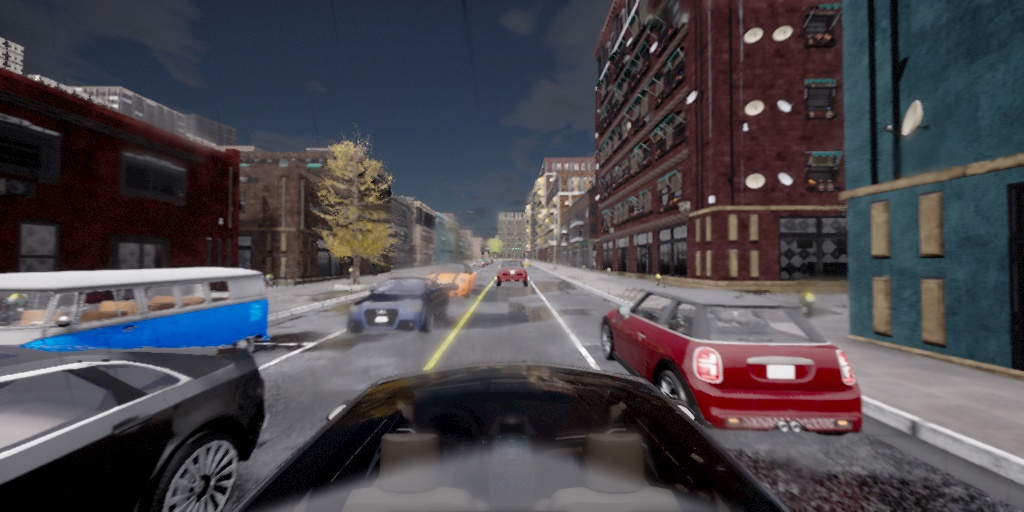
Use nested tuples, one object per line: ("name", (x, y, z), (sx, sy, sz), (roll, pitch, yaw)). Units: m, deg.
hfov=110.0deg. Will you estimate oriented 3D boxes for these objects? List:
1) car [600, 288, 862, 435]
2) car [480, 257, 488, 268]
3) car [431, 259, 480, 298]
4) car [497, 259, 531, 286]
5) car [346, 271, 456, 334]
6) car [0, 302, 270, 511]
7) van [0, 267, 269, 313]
("car", (2.693, 1.191, 5.548), (1.967, 1.591, 4.097), (0, 0, 0))
("car", (-5.674, 1.211, 62.356), (1.967, 1.591, 4.097), (0, 0, 0))
("car", (-2.995, 1.107, 18.209), (2.097, 1.767, 4.553), (0, 0, 0))
("car", (0.044, 1.108, 25.544), (2.097, 1.767, 4.553), (0, 0, 1))
("car", (-3.075, 1.317, 10.491), (1.994, 1.385, 4.181), (0, 0, 1))
("car", (-3.087, 1.242, 1.156), (2.128, 1.511, 4.902), (0, 0, 0))
("van", (-5.688, 1.092, 5.490), (1.690, 1.789, 3.998), (0, 0, 0))
